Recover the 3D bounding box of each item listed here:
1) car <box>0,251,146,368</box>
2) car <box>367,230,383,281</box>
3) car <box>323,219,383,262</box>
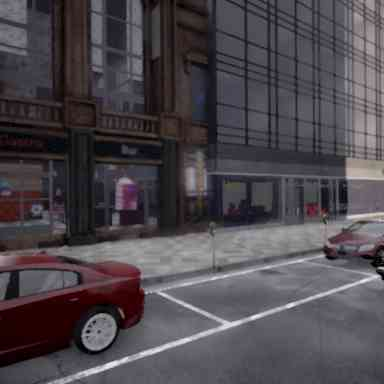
[{"bbox_3d":[-2.814,1.569,4.501,4.507,1.381,1.887,0,-1,-37],"label":"car"},{"bbox_3d":[6.449,1.607,8.146,4.718,1.301,1.895,0,0,-37],"label":"car"},{"bbox_3d":[6.203,1.598,11.308,4.206,1.307,1.802,0,-1,-37],"label":"car"}]
